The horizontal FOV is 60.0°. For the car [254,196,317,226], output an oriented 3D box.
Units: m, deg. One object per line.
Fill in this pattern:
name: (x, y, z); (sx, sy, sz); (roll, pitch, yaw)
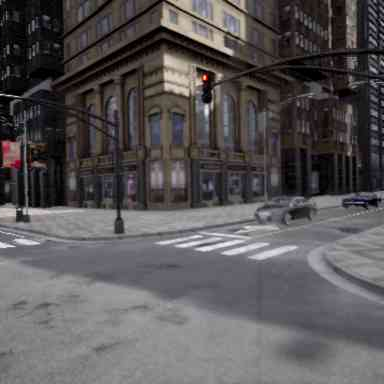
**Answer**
car: (5.497, 1.001, 19.303); (2.128, 1.511, 4.902); (-1, 1, 45)

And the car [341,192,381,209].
car: (14.455, 0.686, 28.330); (1.895, 1.301, 4.718); (-1, 1, 44)
